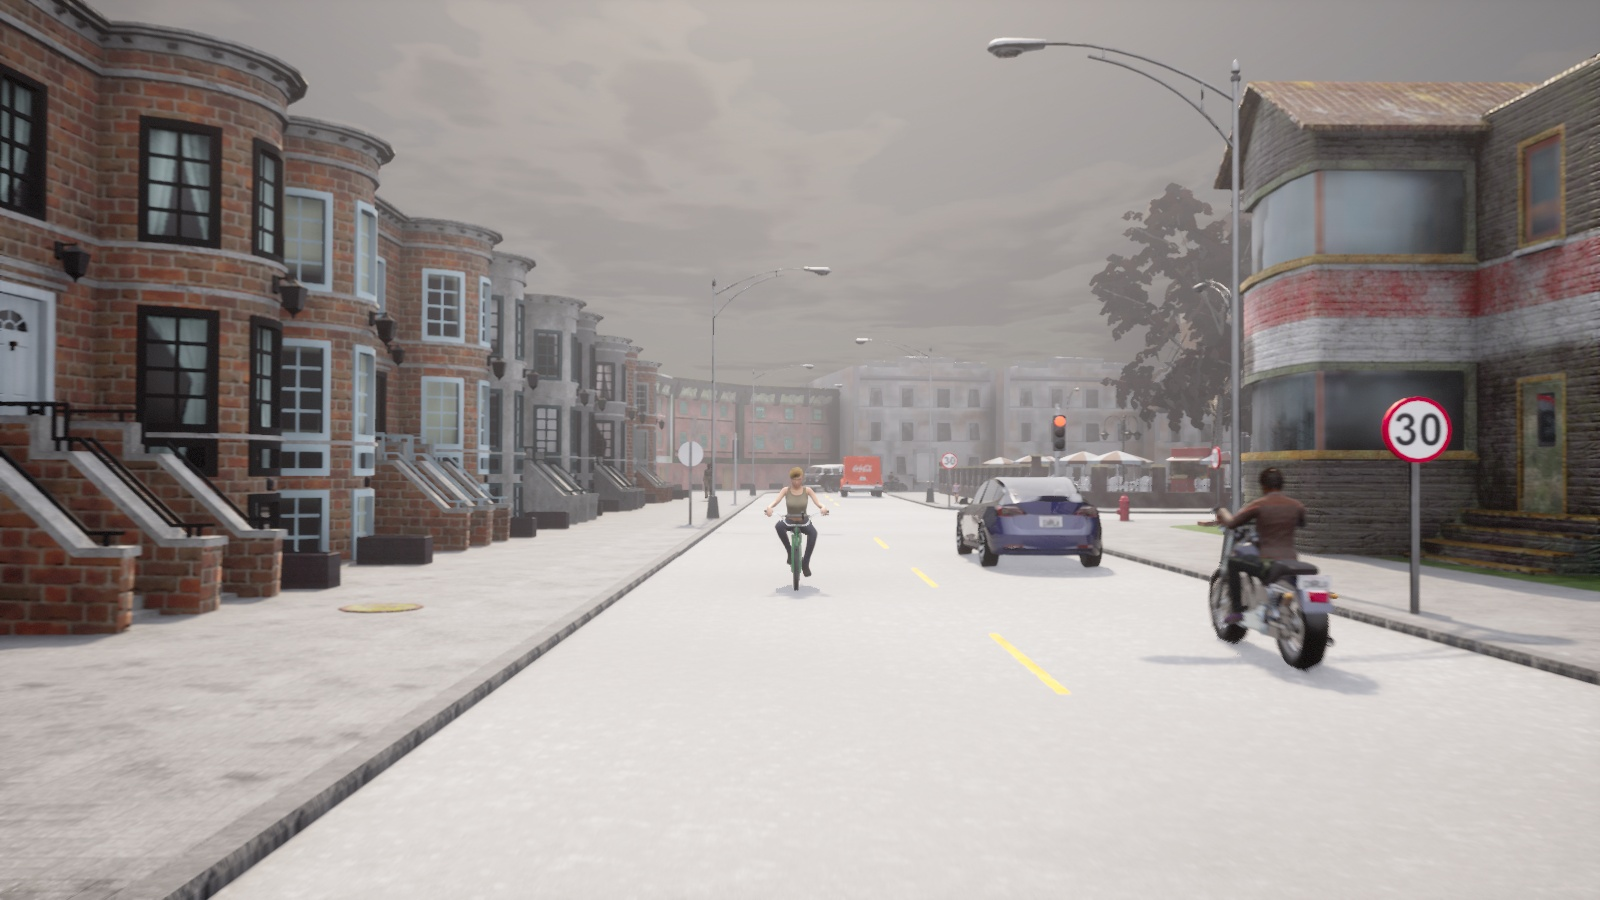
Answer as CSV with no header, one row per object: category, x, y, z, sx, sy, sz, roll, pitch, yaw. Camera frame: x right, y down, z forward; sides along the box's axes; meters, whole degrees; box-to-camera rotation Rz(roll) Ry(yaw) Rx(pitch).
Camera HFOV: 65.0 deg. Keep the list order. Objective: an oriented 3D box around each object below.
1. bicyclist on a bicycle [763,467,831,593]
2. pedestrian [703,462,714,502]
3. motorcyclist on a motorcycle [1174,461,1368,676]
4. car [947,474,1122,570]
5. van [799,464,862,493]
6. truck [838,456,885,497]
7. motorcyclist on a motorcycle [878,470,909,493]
bicyclist on a bicycle,-0.036,1.032,16.786,0.866,1.612,1.509,0,-1,0
pedestrian,-4.380,1.535,60.306,0.396,1.930,0.692,0,-1,9
motorcyclist on a motorcycle,3.972,0.931,10.835,0.766,1.649,2.350,0,-1,0
car,3.940,1.167,22.024,2.163,1.488,4.792,0,-1,0
van,2.216,2.046,90.542,2.069,2.038,4.480,-2,-2,43
truck,3.760,1.620,78.101,2.627,2.467,5.204,0,-1,0
motorcyclist on a motorcycle,6.681,2.234,89.259,2.350,1.649,0.766,1,0,-43
